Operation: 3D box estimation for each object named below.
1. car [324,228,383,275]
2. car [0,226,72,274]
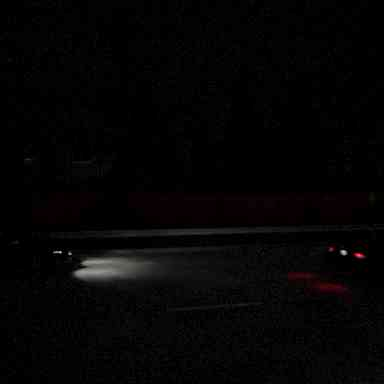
[{"bbox_3d":[6.787,1.774,10.026,5.357,1.411,2.033,0,-2,-12],"label":"car"},{"bbox_3d":[-6.578,1.865,11.010,4.892,1.490,1.837,1,-2,-11],"label":"car"}]
